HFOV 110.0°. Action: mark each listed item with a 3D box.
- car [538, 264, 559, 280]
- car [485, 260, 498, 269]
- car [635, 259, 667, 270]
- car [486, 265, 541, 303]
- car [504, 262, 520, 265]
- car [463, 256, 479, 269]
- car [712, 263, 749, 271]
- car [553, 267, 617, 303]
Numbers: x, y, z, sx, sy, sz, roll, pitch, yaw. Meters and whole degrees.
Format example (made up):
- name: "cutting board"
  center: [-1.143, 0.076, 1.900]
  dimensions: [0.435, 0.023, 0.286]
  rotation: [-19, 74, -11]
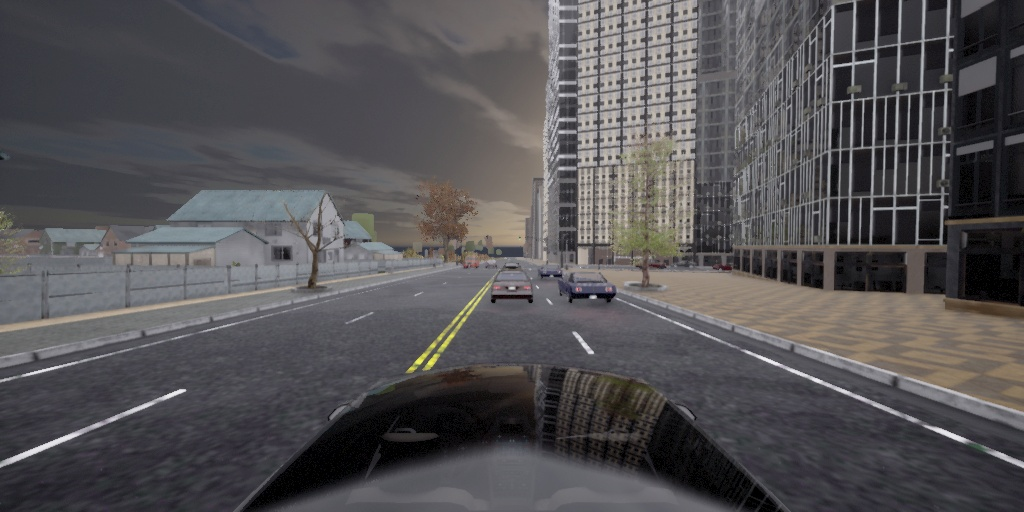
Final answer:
- name: "car"
  center: [3.251, 1.360, 31.541]
  dimensions: [1.895, 1.301, 4.718]
  rotation: [0, 0, 0]
- name: "car"
  center: [-3.249, 1.322, 57.462]
  dimensions: [1.812, 1.442, 4.674]
  rotation: [0, 0, 0]
- name: "car"
  center: [23.016, 1.411, 59.566]
  dimensions: [5.009, 1.841, 2.192]
  rotation: [0, 0, 20]
- name: "car"
  center: [0.000, 1.306, 16.505]
  dimensions: [2.033, 1.411, 5.357]
  rotation: [0, 0, 0]
- name: "car"
  center: [0.000, 1.260, 31.511]
  dimensions: [1.837, 1.490, 4.892]
  rotation: [0, 0, 0]
- name: "car"
  center: [-6.499, 1.089, 57.430]
  dimensions: [2.150, 2.045, 5.566]
  rotation: [0, 0, 0]
- name: "car"
  center: [33.662, 1.730, 55.667]
  dimensions: [4.507, 1.381, 1.888]
  rotation: [0, 0, 20]
- name: "car"
  center: [3.250, 1.359, 16.536]
  dimensions: [1.895, 1.301, 4.718]
  rotation: [0, 0, 0]
